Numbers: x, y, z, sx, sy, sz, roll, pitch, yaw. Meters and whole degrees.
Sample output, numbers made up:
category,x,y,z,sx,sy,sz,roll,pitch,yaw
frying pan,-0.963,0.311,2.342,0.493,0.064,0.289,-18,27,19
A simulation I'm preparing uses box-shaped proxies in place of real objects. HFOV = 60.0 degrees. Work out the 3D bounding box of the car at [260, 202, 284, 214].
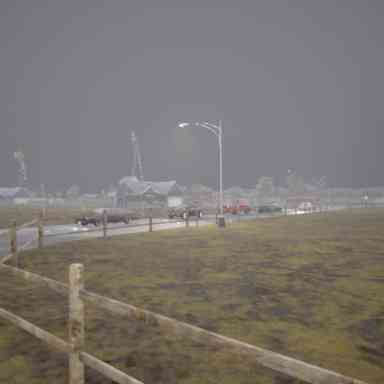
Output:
category,x,y,z,sx,sy,sz,roll,pitch,yaw
car,10.552,2.152,43.914,1.837,1.490,4.892,-2,-2,36

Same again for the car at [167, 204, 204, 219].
category,x,y,z,sx,sy,sz,roll,pitch,yaw
car,-0.589,2.008,34.705,1.837,1.490,4.892,-2,-2,36

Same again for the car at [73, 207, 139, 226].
category,x,y,z,sx,sy,sz,roll,pitch,yaw
car,-6.614,1.879,26.293,2.033,1.411,5.357,-2,-2,36

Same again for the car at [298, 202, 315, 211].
category,x,y,z,sx,sy,sz,roll,pitch,yaw
car,19.451,2.452,56.335,1.812,1.442,4.674,-2,-2,36

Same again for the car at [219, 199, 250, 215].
category,x,y,z,sx,sy,sz,roll,pitch,yaw
car,5.608,1.907,43.363,2.150,2.045,5.566,-2,-2,36
